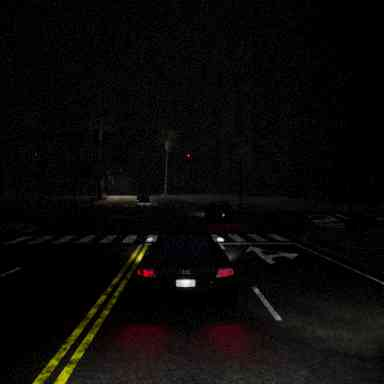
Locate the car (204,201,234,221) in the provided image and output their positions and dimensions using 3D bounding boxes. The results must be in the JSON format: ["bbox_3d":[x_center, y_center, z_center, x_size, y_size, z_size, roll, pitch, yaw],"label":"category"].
[{"bbox_3d":[2.105,1.456,26.661,2.128,1.511,4.902,0,0,-4],"label":"car"}]

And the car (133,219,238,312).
[{"bbox_3d":[-0.158,1.563,7.812,1.994,1.385,4.181,0,0,-1],"label":"car"}]

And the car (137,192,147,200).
[{"bbox_3d":[-11.076,0.883,73.702,1.882,1.535,5.008,0,1,-11],"label":"car"}]

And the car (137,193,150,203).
[{"bbox_3d":[-8.279,1.159,57.631,2.033,1.411,5.357,0,1,-9],"label":"car"}]
